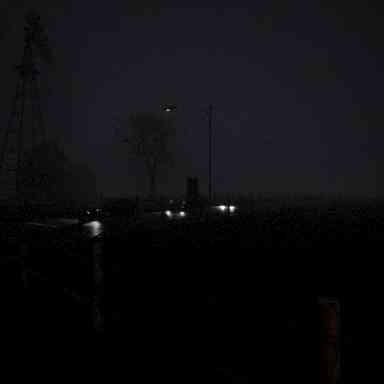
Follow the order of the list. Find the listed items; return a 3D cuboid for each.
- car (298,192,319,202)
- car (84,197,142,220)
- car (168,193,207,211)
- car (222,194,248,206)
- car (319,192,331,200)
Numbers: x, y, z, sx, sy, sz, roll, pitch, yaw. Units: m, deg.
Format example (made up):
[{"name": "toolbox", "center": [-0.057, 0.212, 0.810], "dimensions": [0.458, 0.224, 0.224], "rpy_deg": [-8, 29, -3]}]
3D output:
[{"name": "car", "center": [18.569, 0.808, 53.910], "dimensions": [1.812, 1.442, 4.674], "rpy_deg": [1, 1, 35]}, {"name": "car", "center": [-5.992, 1.206, 25.663], "dimensions": [1.837, 1.490, 4.892], "rpy_deg": [1, 2, 35]}, {"name": "car", "center": [-0.350, 0.924, 33.614], "dimensions": [2.097, 1.767, 4.553], "rpy_deg": [1, 2, 35]}, {"name": "car", "center": [5.424, 1.005, 41.760], "dimensions": [1.994, 1.385, 4.181], "rpy_deg": [1, 2, 35]}, {"name": "car", "center": [24.707, 0.710, 62.577], "dimensions": [1.994, 1.385, 4.181], "rpy_deg": [1, 1, 36]}]
